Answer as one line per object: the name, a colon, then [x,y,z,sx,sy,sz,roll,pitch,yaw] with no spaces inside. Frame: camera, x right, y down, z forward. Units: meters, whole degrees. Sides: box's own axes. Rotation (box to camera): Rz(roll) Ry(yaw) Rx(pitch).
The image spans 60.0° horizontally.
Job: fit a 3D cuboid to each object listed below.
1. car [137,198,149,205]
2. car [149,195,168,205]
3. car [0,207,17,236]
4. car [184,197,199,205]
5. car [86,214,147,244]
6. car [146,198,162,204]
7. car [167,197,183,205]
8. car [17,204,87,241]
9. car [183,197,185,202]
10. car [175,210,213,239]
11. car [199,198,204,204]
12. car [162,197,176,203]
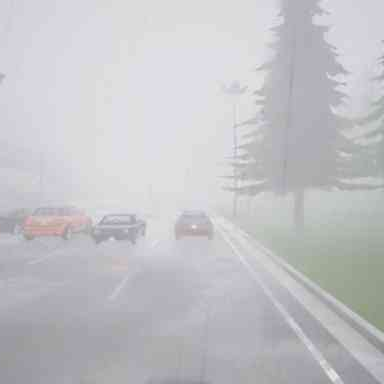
car: [-10.454,2.045,70.577,1.994,1.385,4.181,0,0,2]
car: [-6.964,1.712,69.868,2.150,2.045,5.566,0,0,2]
car: [-10.396,1.614,19.443,1.882,1.535,5.008,0,0,0]
car: [0.029,2.079,69.489,1.895,1.301,4.718,0,0,2]
car: [-3.397,1.716,16.322,1.895,1.301,4.718,0,0,0]
car: [-9.121,2.095,80.243,2.033,1.411,5.357,0,0,17]
car: [-3.471,2.009,69.495,1.812,1.442,4.674,0,0,2]
car: [-6.897,1.476,17.619,2.097,1.767,4.553,0,0,0]
car: [-2.130,1.951,79.377,2.033,1.411,5.357,0,0,17]
car: [0.102,1.693,18.367,1.994,1.385,4.181,0,0,0]
car: [1.496,2.061,79.356,1.994,1.385,4.181,0,0,17]
car: [-5.533,1.891,80.196,1.882,1.535,5.008,0,0,17]
